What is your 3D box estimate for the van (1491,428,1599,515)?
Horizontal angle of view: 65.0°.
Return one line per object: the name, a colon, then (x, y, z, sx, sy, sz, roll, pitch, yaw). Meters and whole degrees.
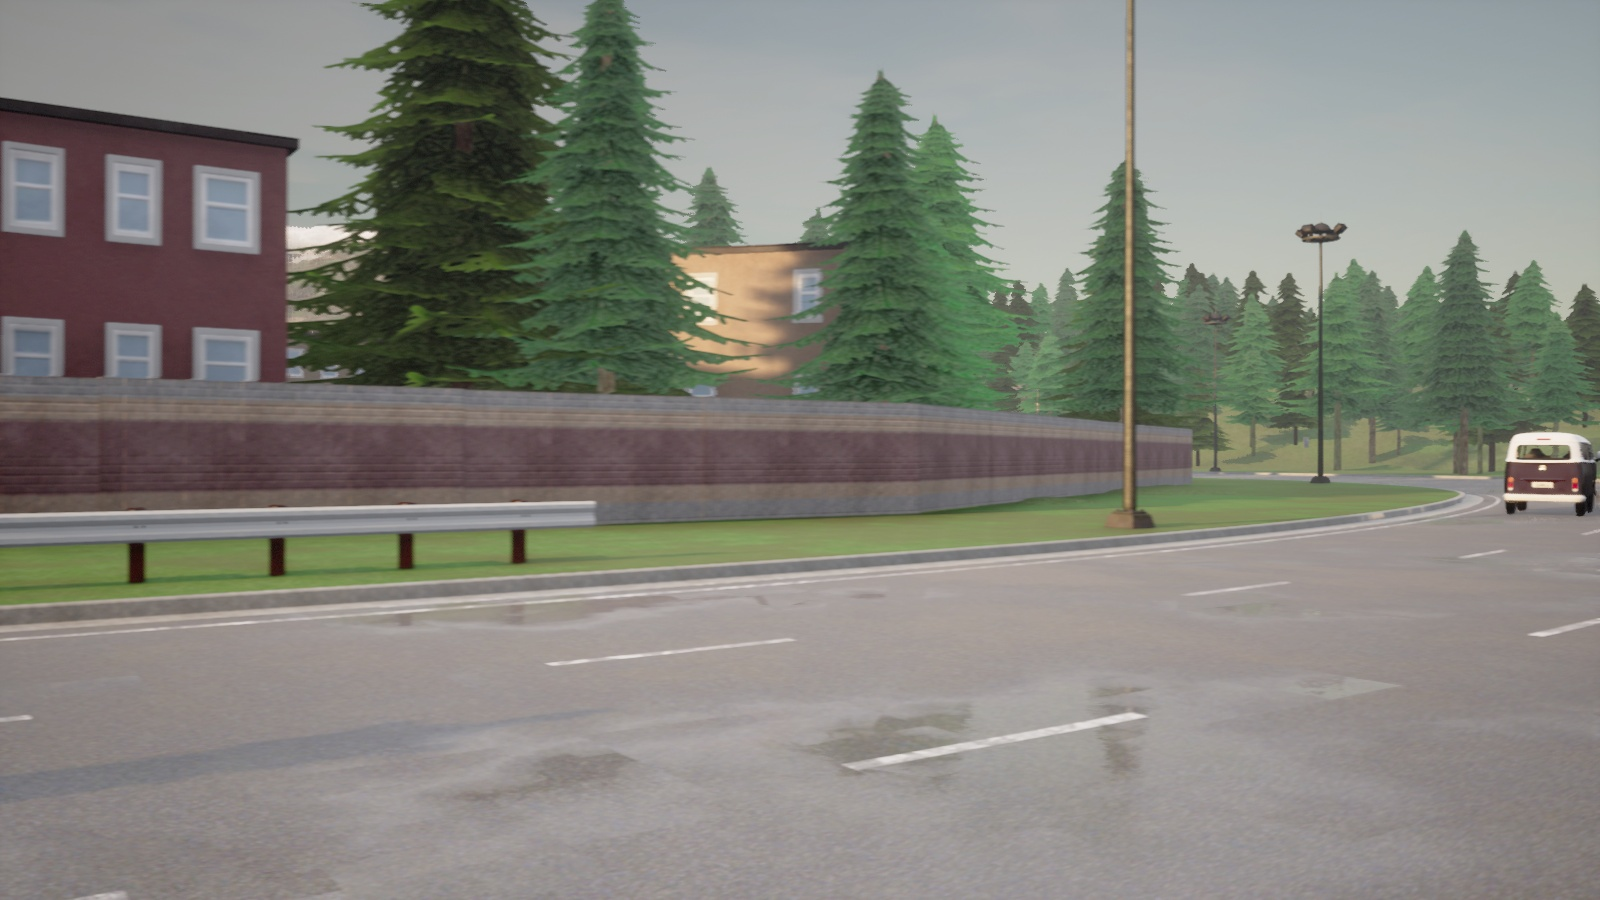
van: (19.110, 0.507, 32.053, 2.069, 2.038, 4.480, 0, 0, 36)
